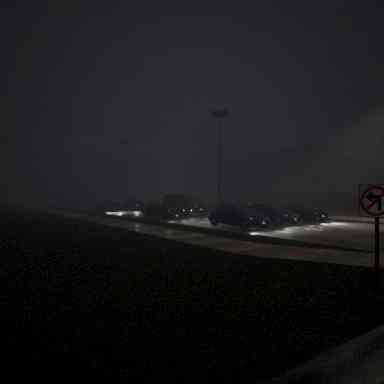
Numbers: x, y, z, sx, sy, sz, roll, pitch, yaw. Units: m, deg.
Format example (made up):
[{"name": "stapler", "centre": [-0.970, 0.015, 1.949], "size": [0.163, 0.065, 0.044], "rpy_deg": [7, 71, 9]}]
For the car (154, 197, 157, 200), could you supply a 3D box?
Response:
[{"name": "car", "centre": [-4.336, 1.478, 43.149], "size": [1.882, 1.535, 5.008], "rpy_deg": [0, 0, -36]}]

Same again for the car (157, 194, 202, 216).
[{"name": "car", "centre": [-0.802, 1.222, 32.315], "size": [2.150, 2.045, 5.566], "rpy_deg": [0, 0, -36]}]

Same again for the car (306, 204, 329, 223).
[{"name": "car", "centre": [8.344, 1.564, 25.715], "size": [1.994, 1.385, 4.181], "rpy_deg": [0, 0, -36]}]

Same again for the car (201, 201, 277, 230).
[{"name": "car", "centre": [2.872, 1.526, 21.377], "size": [1.812, 1.442, 4.674], "rpy_deg": [0, 0, -35]}]

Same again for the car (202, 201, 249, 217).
[{"name": "car", "centre": [3.196, 1.601, 32.772], "size": [1.895, 1.301, 4.718], "rpy_deg": [0, 0, -36]}]

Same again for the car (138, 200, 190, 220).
[{"name": "car", "centre": [-2.515, 1.601, 28.722], "size": [1.895, 1.301, 4.718], "rpy_deg": [0, 0, -36]}]

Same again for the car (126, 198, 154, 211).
[{"name": "car", "centre": [-7.025, 1.503, 40.897], "size": [1.837, 1.490, 4.892], "rpy_deg": [0, 0, -36]}]

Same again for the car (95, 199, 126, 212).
[{"name": "car", "centre": [-9.719, 1.564, 38.645], "size": [1.994, 1.385, 4.181], "rpy_deg": [0, 0, -36]}]

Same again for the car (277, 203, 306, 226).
[{"name": "car", "centre": [5.438, 1.526, 23.795], "size": [1.812, 1.442, 4.674], "rpy_deg": [0, 0, -37]}]
